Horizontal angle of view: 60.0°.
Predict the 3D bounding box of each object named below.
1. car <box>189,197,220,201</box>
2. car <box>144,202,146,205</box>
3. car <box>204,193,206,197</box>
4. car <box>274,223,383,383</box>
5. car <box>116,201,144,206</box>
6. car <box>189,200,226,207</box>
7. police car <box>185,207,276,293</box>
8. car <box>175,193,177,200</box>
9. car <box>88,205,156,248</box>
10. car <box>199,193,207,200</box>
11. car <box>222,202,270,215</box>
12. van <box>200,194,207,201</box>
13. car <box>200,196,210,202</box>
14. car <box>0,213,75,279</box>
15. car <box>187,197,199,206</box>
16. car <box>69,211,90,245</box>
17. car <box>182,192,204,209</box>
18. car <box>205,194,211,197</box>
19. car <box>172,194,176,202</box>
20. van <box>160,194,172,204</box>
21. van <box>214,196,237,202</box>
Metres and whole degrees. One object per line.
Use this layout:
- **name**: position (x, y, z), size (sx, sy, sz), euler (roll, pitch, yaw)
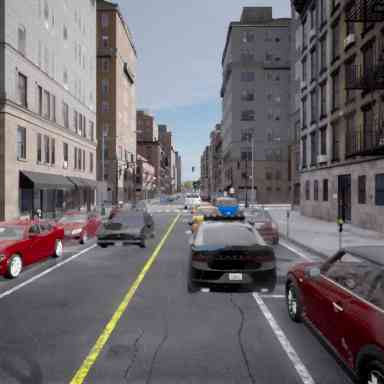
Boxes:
- **car**: position (0.888, 1.454, 25.072), size (1.801, 1.575, 5.366), euler (0, 0, 0)
- **car**: position (-5.306, 1.563, 32.083), size (1.947, 1.339, 4.313), euler (0, 0, 0)
- **car**: position (2.883, 1.299, 69.433), size (2.192, 1.841, 5.009), euler (0, 0, 0)
- **car**: position (2.647, 1.440, 4.507), size (1.967, 1.590, 4.097), euler (0, 0, 0)
- **car**: position (-5.321, 1.543, 26.572), size (1.887, 1.381, 4.507), euler (0, 0, 0)
- **car**: position (0.873, 1.455, 19.072), size (1.801, 1.575, 5.366), euler (0, 0, 0)
- **police car**: position (0.847, 1.425, 8.992), size (1.930, 1.638, 5.238), euler (0, 0, 0)
- **car**: position (-5.197, 1.525, 80.265), size (1.887, 1.381, 4.507), euler (0, 0, 0)
- **car**: position (-2.710, 1.547, 14.948), size (2.033, 1.411, 5.357), euler (0, 0, 0)
- **car**: position (2.919, 1.291, 91.058), size (2.192, 1.841, 5.009), euler (0, 0, 0)
- **car**: position (2.675, 1.440, 15.529), size (1.967, 1.590, 4.097), euler (0, 0, 0)
- **van**: position (2.910, 1.319, 85.651), size (1.690, 1.788, 3.998), euler (0, 0, 0)
- **car**: position (2.892, 1.533, 74.839), size (2.008, 1.369, 4.403), euler (0, 0, 0)
- **car**: position (-5.364, 1.544, 10.038), size (1.887, 1.381, 4.507), euler (0, 0, 0)
- **car**: position (0.148, 1.536, 57.735), size (2.033, 1.411, 5.357), euler (0, 0, 0)
- **car**: position (-5.350, 1.581, 15.550), size (1.802, 1.307, 4.206), euler (0, 0, 0)
- **car**: position (0.117, 1.209, 44.447), size (2.150, 2.045, 5.566), euler (0, 0, 0)
- **car**: position (2.719, 1.312, 32.062), size (2.192, 1.841, 5.009), euler (0, 0, 0)
- **car**: position (-5.212, 1.548, 74.859), size (1.947, 1.339, 4.313), euler (0, 0, 0)
- **van**: position (-5.243, 1.327, 64.046), size (1.690, 1.788, 3.998), euler (0, 0, 0)
- **van**: position (2.704, 1.339, 26.550), size (1.690, 1.788, 3.998), euler (0, 0, 0)
